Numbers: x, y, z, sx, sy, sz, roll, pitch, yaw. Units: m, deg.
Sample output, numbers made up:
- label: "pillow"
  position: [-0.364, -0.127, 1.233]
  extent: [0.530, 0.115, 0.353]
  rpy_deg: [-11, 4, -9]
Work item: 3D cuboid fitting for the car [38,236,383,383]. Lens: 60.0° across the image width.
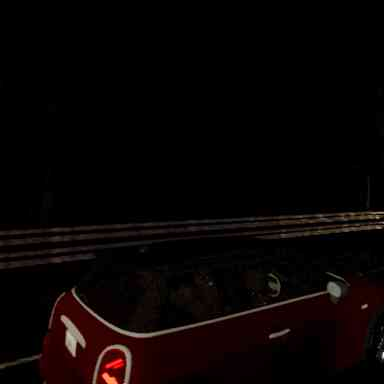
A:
- label: "car"
  position: [0.669, 1.356, 4.156]
  extent: [4.553, 1.767, 2.097]
  rpy_deg: [0, 0, -35]
